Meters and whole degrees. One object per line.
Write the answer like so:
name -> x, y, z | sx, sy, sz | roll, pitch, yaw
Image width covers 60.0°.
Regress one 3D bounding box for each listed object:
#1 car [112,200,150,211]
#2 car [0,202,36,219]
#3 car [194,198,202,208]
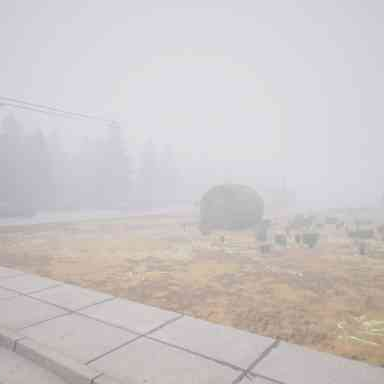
car -> -7.404, 1.627, 40.535 | 1.895, 1.301, 4.718 | 0, 0, 36
car -> -15.937, 1.591, 28.984 | 1.994, 1.385, 4.181 | 0, 0, 36
car -> 2.088, 1.552, 47.168 | 1.812, 1.442, 4.674 | 0, 0, 36
